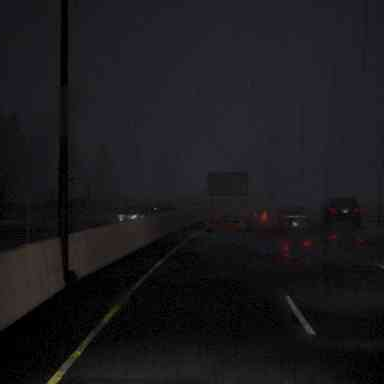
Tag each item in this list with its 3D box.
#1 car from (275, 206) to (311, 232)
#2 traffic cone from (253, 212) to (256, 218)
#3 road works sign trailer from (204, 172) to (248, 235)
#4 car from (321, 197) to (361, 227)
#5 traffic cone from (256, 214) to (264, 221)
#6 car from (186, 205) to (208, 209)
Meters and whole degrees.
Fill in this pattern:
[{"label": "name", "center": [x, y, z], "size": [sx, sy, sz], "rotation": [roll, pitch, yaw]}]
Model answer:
[{"label": "car", "center": [6.479, 1.648, 21.420], "size": [2.128, 1.511, 4.902], "rotation": [0, 0, 13]}, {"label": "traffic cone", "center": [6.087, 2.177, 32.236], "size": [0.340, 0.580, 0.340], "rotation": [0, 0, 16]}, {"label": "road works sign trailer", "center": [2.136, 0.595, 19.853], "size": [2.380, 3.560, 2.880], "rotation": [0, 0, 16]}, {"label": "car", "center": [10.934, 1.414, 24.602], "size": [2.150, 2.045, 5.566], "rotation": [0, 0, 17]}, {"label": "traffic cone", "center": [5.441, 2.138, 26.188], "size": [0.340, 0.580, 0.340], "rotation": [0, 0, 16]}, {"label": "car", "center": [0.741, 1.715, 38.000], "size": [1.882, 1.535, 5.008], "rotation": [0, -1, 23]}]
